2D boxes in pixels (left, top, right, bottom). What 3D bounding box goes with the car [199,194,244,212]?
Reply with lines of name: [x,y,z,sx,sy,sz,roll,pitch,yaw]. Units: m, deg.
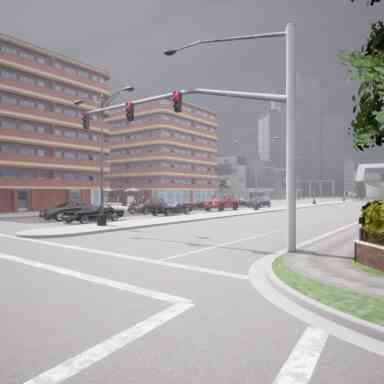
car: [3.625,1.221,39.942,2.150,2.045,5.566,0,0,36]

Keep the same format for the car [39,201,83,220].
car: [-9.967,1.505,27.238,1.837,1.490,4.892,0,0,36]

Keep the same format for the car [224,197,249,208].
car: [6.746,1.526,50.123,1.812,1.442,4.674,0,0,36]

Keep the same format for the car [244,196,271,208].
car: [9.680,1.352,48.206,2.097,1.767,4.553,0,0,36]

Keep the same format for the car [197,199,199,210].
car: [0.693,1.601,41.864,1.895,1.301,4.718,0,0,36]

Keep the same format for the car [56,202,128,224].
car: [-7.364,1.601,24.903,1.895,1.301,4.718,0,0,33]

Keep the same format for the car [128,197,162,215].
car: [-4.562,1.352,34.649,2.097,1.767,4.553,0,0,35]

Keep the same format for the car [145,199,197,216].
car: [-1.952,1.599,32.299,1.895,1.301,4.718,0,0,36]
